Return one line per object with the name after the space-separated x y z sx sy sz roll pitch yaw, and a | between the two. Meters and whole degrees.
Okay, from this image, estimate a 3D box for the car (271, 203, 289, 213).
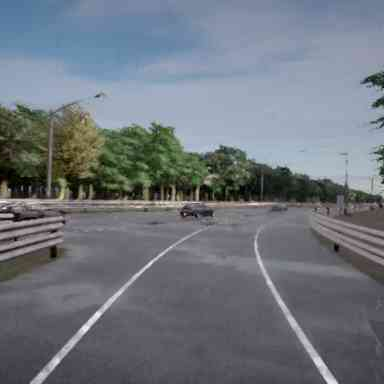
14.406 2.648 54.558 1.837 1.490 4.892 1 -1 32 | car

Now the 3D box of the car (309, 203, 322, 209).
29.033 3.347 77.995 2.097 1.767 4.553 1 -1 32 | car

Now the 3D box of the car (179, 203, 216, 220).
0.650 1.851 32.511 1.837 1.490 4.892 1 -1 32 | car

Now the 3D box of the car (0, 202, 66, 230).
-8.874 1.299 17.246 2.128 1.511 4.902 1 -1 32 | car
